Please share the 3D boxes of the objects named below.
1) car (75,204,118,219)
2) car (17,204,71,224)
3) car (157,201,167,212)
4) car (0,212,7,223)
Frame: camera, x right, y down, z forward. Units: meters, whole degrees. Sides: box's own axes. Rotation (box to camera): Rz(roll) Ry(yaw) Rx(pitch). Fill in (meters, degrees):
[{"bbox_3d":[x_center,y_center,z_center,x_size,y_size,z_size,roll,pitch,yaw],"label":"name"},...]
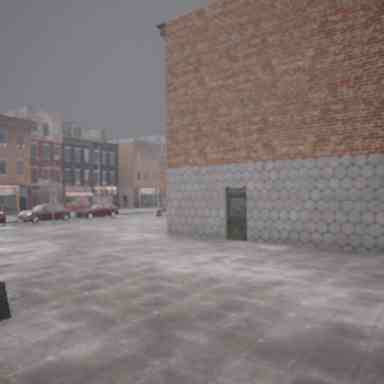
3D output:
[{"bbox_3d":[-9.210,1.832,32.301,1.887,1.381,4.507,-1,0,36],"label":"car"},{"bbox_3d":[-12.390,1.733,27.857,1.967,1.590,4.097,-1,0,36],"label":"car"},{"bbox_3d":[-2.430,1.802,41.976,1.812,1.442,4.674,-1,0,36],"label":"car"},{"bbox_3d":[-15.565,1.843,23.410,1.887,1.381,4.507,-1,0,36],"label":"car"}]
